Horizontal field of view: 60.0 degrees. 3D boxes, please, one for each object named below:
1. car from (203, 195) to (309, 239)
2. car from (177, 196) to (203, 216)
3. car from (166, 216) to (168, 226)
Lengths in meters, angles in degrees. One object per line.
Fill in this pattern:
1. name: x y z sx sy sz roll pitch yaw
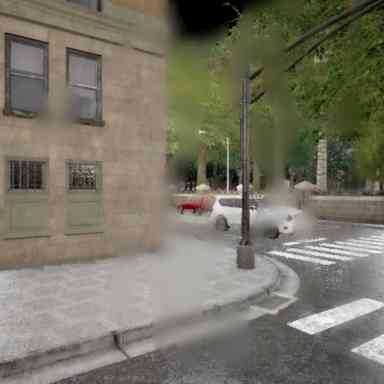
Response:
1. car: 3.367 1.209 17.746 2.150 2.045 5.566 0 0 -39
2. car: 0.507 1.285 31.760 2.192 1.841 5.009 0 0 -35
3. car: -3.260 1.544 22.222 1.947 1.339 4.313 0 0 -35
